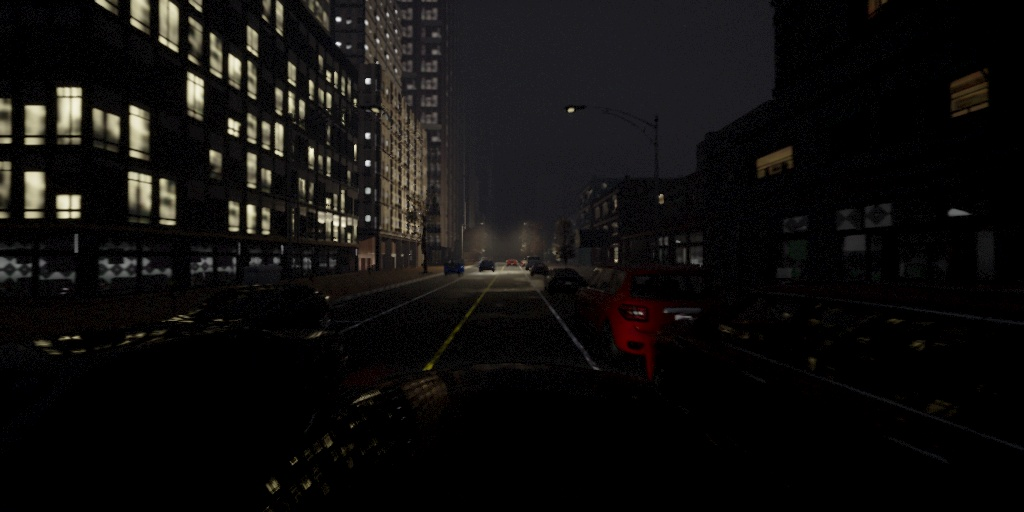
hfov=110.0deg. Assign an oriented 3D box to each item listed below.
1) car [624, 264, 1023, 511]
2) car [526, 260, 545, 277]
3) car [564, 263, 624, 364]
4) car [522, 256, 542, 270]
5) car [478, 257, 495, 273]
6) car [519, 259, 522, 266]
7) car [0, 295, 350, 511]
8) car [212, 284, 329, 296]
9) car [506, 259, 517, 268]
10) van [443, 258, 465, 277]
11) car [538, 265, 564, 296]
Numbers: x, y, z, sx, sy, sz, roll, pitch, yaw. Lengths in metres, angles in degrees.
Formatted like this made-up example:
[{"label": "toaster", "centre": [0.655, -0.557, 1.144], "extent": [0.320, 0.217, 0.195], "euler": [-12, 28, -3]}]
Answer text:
[{"label": "car", "centre": [2.691, 1.065, 2.487], "extent": [2.192, 1.841, 5.009], "euler": [0, 0, 0]}, {"label": "car", "centre": [2.678, 1.348, 35.708], "extent": [1.802, 1.307, 4.207], "euler": [0, 0, 0]}, {"label": "car", "centre": [2.689, 1.067, 8.023], "extent": [2.192, 1.841, 5.009], "euler": [0, 0, 0]}, {"label": "car", "centre": [2.982, 1.003, 50.210], "extent": [2.150, 2.045, 5.566], "euler": [0, 0, 0]}, {"label": "car", "centre": [-3.094, 1.250, 44.819], "extent": [1.882, 1.535, 5.008], "euler": [0, 0, 0]}, {"label": "car", "centre": [2.667, 1.232, 63.393], "extent": [1.967, 1.591, 4.097], "euler": [0, 0, 0]}, {"label": "car", "centre": [-3.100, 1.298, 2.512], "extent": [2.033, 1.411, 5.357], "euler": [0, 0, 0]}, {"label": "car", "centre": [-5.692, 1.317, 8.022], "extent": [1.948, 1.339, 4.313], "euler": [0, 0, 0]}, {"label": "car", "centre": [-0.023, 1.272, 64.930], "extent": [1.882, 1.535, 5.008], "euler": [0, 0, 0]}, {"label": "van", "centre": [-5.703, 1.106, 35.707], "extent": [1.690, 1.789, 3.998], "euler": [0, 0, 0]}, {"label": "car", "centre": [2.684, 1.322, 19.097], "extent": [1.948, 1.339, 4.313], "euler": [0, 0, 0]}]
